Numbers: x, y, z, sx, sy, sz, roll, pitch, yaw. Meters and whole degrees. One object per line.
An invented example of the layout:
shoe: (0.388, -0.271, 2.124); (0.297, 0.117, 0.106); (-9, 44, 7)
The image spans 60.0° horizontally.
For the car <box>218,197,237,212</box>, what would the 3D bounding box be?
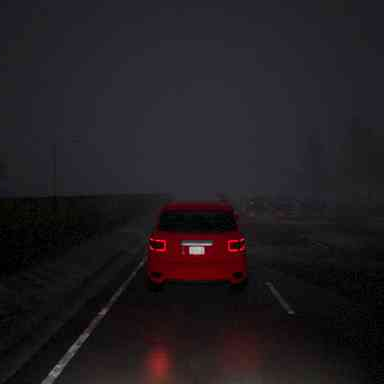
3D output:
car: (4.258, 1.478, 40.437); (1.882, 1.535, 5.008); (0, 0, 1)

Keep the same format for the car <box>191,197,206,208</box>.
car: (0.946, 1.491, 50.090); (2.128, 1.511, 4.902); (0, 0, 1)

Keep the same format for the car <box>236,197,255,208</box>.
car: (7.944, 1.491, 49.954); (2.128, 1.511, 4.902); (0, 0, 1)

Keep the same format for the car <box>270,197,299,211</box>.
car: (11.280, 1.352, 41.487); (2.097, 1.767, 4.553); (0, 0, 1)

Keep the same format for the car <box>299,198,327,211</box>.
car: (14.764, 1.478, 40.649); (1.882, 1.535, 5.008); (0, 0, 1)

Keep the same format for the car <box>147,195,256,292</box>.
car: (0.147, 1.221, 9.095); (2.150, 2.045, 5.566); (0, 0, 1)

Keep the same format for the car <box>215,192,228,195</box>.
car: (4.446, 1.221, 50.052); (2.150, 2.045, 5.566); (0, 0, 1)

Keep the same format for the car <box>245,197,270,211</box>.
car: (7.765, 1.352, 40.755); (2.097, 1.767, 4.553); (0, 0, 1)

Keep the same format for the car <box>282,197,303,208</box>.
car: (14.943, 1.505, 49.817); (1.837, 1.490, 4.892); (0, 0, 1)

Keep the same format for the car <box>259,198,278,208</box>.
car: (11.444, 1.564, 49.886); (1.994, 1.385, 4.181); (0, 0, 1)
